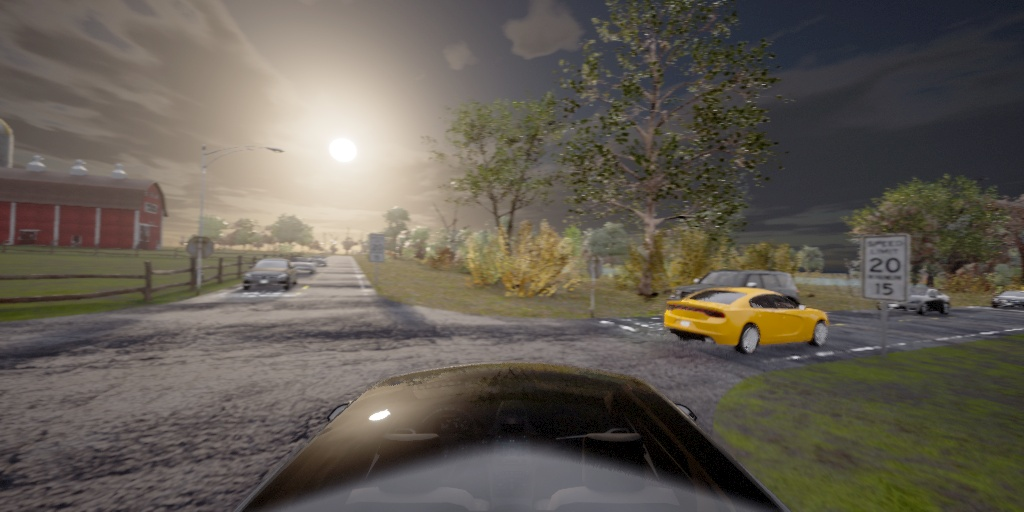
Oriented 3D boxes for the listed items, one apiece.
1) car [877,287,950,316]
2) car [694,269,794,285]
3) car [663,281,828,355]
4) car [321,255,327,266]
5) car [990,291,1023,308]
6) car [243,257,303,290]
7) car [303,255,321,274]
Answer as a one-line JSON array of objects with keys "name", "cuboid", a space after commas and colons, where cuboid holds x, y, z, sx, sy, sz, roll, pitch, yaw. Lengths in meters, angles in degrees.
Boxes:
[{"name": "car", "cuboid": [23.210, 2.561, 20.719, 4.902, 1.511, 2.128, 3, -1, -25]}, {"name": "car", "cuboid": [8.727, 1.539, 13.998, 5.566, 2.045, 2.150, 3, -1, -25]}, {"name": "car", "cuboid": [6.460, 1.615, 9.801, 5.008, 1.535, 1.882, 3, -1, -25]}, {"name": "car", "cuboid": [-23.981, 0.554, 44.337, 1.895, 1.301, 4.718, 2, 0, -24]}, {"name": "car", "cuboid": [40.264, 3.510, 28.532, 4.674, 1.442, 1.812, 3, -1, -25]}, {"name": "car", "cuboid": [-12.184, 0.858, 18.363, 1.812, 1.442, 4.674, 2, 0, -25]}, {"name": "car", "cuboid": [-17.315, 0.766, 29.629, 1.895, 1.301, 4.718, 2, 0, -24]}]
